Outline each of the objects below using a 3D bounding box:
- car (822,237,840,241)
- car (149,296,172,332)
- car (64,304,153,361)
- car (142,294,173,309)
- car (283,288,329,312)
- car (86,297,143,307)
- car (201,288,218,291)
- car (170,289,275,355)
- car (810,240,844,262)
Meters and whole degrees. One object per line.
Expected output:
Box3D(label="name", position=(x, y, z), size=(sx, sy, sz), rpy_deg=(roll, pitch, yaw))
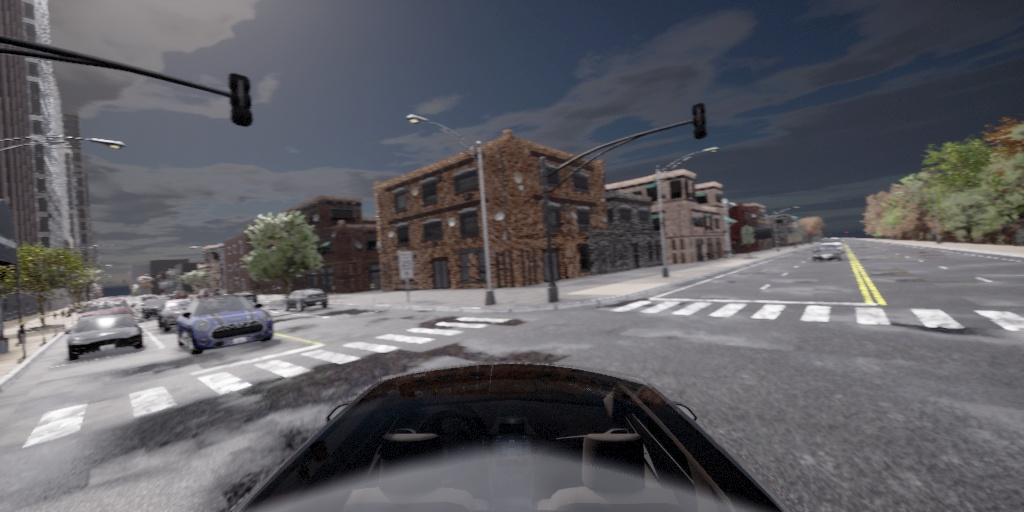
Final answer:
Box3D(label="car", position=(40.737, -1.318, 45.786), size=(2.150, 2.045, 5.566), rpy_deg=(-4, -1, 43))
Box3D(label="car", position=(-17.732, 3.080, 19.362), size=(4.902, 1.511, 2.128), rpy_deg=(-6, -1, 42))
Box3D(label="car", position=(-15.126, 2.849, 13.448), size=(4.313, 1.339, 1.948), rpy_deg=(0, 0, 42))
Box3D(label="car", position=(-28.077, 4.090, 28.585), size=(5.008, 1.535, 1.882), rpy_deg=(-6, -1, 42))
Box3D(label="car", position=(-13.527, 2.837, 23.579), size=(4.403, 1.370, 2.007), rpy_deg=(0, 0, 42))
Box3D(label="car", position=(-22.812, 3.359, 20.326), size=(5.009, 1.841, 2.192), rpy_deg=(0, 0, 42))
Box3D(label="car", position=(-38.352, 5.054, 45.499), size=(5.009, 1.841, 2.192), rpy_deg=(0, 0, 42))
Box3D(label="car", position=(-10.142, 2.188, 12.590), size=(4.553, 1.767, 2.097), rpy_deg=(-6, -1, 42))
Box3D(label="car", position=(27.635, -0.265, 31.484), size=(2.128, 1.511, 4.902), rpy_deg=(-4, 0, 43))
